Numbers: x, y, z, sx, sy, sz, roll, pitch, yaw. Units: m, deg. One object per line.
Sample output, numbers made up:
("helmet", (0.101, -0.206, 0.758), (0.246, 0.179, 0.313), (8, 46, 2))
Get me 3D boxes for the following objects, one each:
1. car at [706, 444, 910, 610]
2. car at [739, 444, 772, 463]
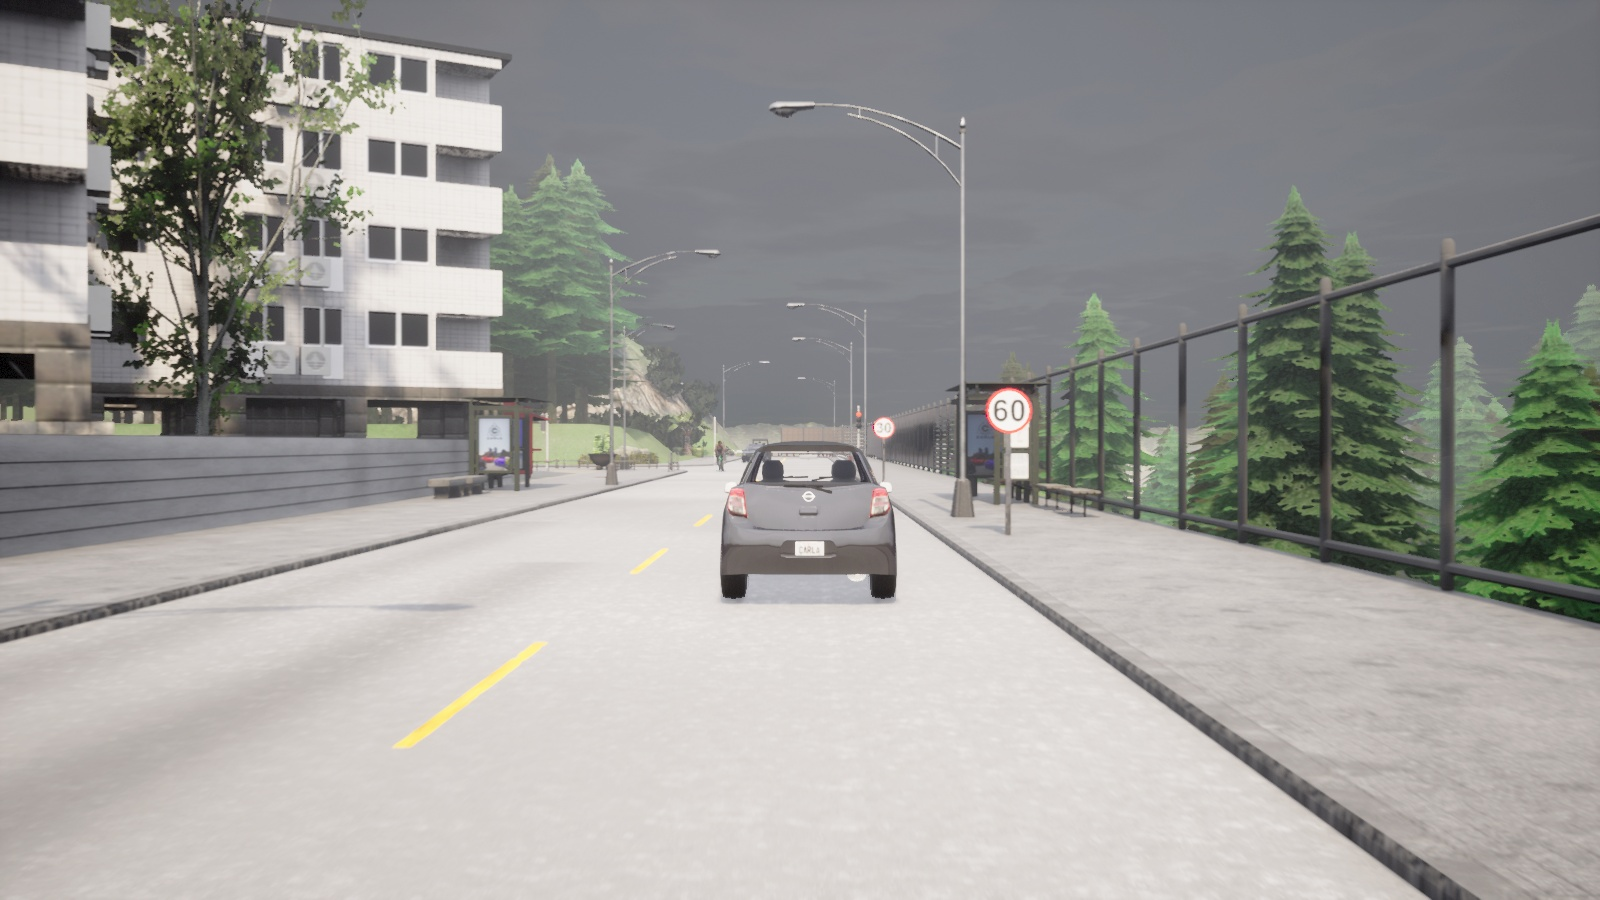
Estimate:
("car", (0.086, 0.686, 13.191), (1.845, 1.501, 3.633), (0, 0, 0))
("car", (-3.369, 0.248, 96.431), (2.033, 1.411, 5.357), (0, 0, 3))
